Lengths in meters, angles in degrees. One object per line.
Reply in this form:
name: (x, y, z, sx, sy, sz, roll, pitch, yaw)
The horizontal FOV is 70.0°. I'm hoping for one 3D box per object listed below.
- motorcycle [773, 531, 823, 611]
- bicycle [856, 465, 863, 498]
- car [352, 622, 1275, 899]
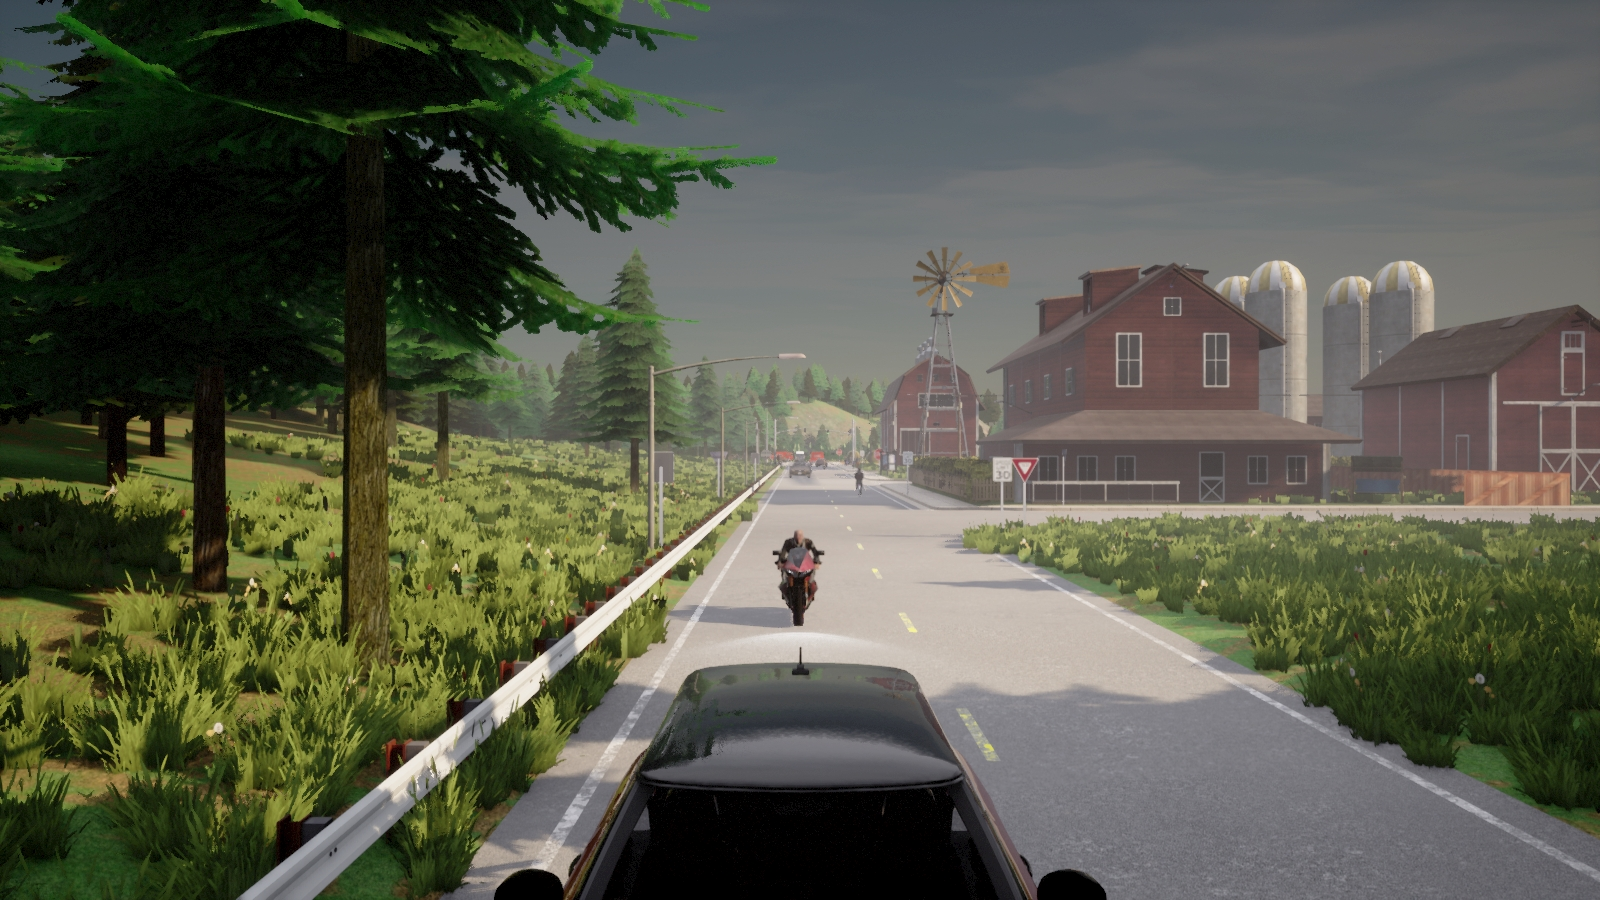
motorcycle: (-0.040, 2.205, 21.208, 0.867, 1.251, 2.209, 0, 0, 0)
bicycle: (3.513, 1.836, 67.812, 0.329, 1.919, 1.835, 0, 0, 0)
car: (0.033, 1.906, 4.501, 2.097, 1.767, 4.553, 0, 0, 0)
